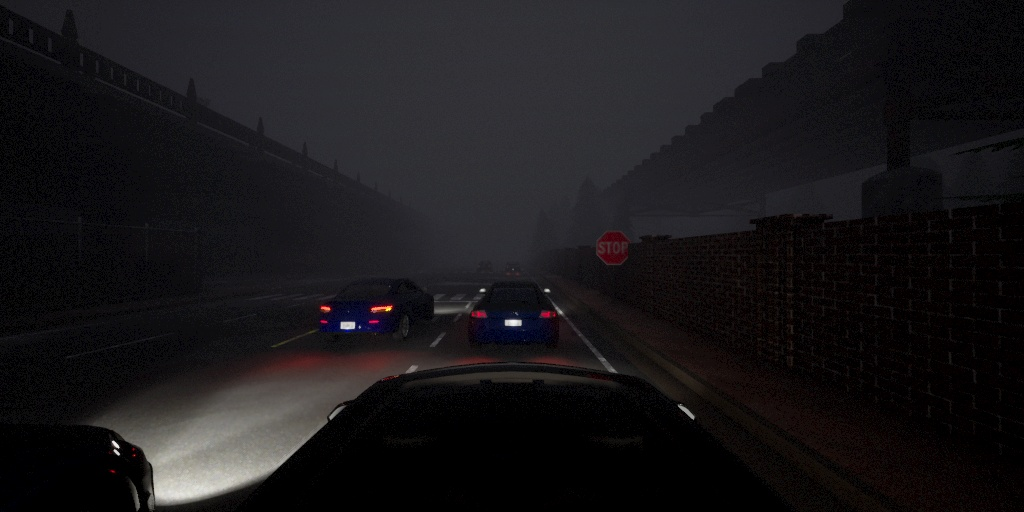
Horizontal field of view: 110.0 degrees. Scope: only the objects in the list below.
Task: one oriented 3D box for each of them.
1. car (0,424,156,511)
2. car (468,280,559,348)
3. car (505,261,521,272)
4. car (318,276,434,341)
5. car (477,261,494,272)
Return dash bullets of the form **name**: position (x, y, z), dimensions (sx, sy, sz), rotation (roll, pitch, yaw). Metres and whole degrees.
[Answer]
- **car**: position (-3.398, 1.314, 0.644), dimensions (1.994, 1.385, 4.181), rotation (0, 0, 0)
- **car**: position (0.069, 1.314, 9.218), dimensions (1.994, 1.385, 4.181), rotation (0, 0, 1)
- **car**: position (0.099, 1.351, 46.036), dimensions (1.895, 1.301, 4.718), rotation (0, 0, -1)
- **car**: position (-3.412, 1.276, 9.740), dimensions (1.812, 1.442, 4.674), rotation (0, 0, 0)
- **car**: position (-3.395, 1.297, 45.873), dimensions (2.033, 1.411, 5.357), rotation (0, 0, -1)
